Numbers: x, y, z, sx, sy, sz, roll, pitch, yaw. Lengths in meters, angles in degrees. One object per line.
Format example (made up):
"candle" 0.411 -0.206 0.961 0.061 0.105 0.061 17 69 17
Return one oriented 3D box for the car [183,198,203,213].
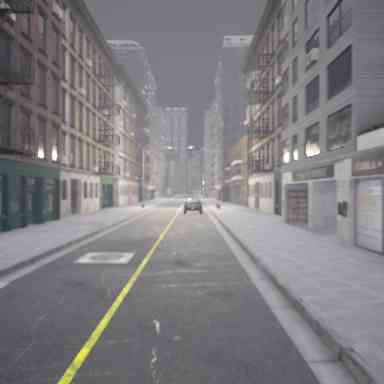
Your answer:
"car" 0.111 1.384 34.643 2.128 1.511 4.902 0 0 0
